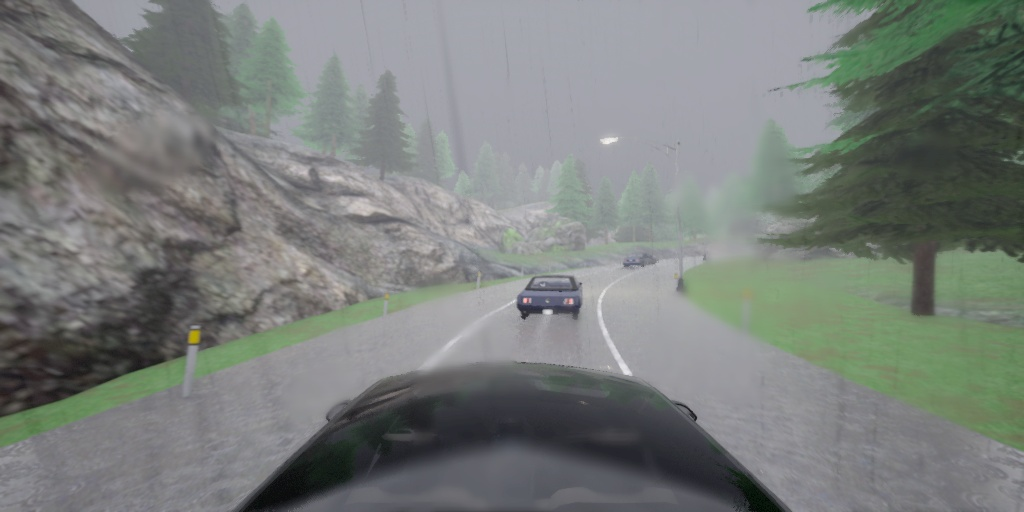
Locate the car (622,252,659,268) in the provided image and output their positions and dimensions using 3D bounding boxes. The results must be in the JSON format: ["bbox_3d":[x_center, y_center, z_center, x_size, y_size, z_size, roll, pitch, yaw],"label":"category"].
[{"bbox_3d":[12.769,0.352,35.549,2.033,1.411,5.357,-3,1,40],"label":"car"}]

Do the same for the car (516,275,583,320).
[{"bbox_3d":[1.488,1.288,12.453,1.895,1.301,4.718,0,1,12],"label":"car"}]
